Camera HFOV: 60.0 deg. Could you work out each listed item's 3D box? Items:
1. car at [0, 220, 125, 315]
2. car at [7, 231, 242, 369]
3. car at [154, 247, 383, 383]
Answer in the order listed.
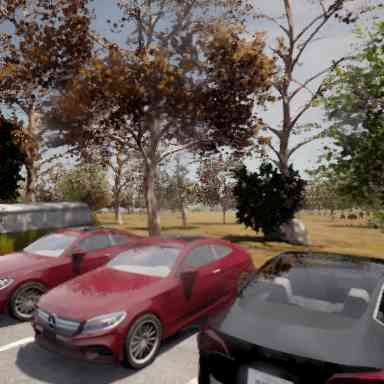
[{"bbox_3d":[-2.704,1.568,7.702,2.002,1.452,4.674,0,0,36],"label":"car"},{"bbox_3d":[-0.439,1.553,6.082,2.002,1.452,4.674,0,0,36],"label":"car"},{"bbox_3d":[1.945,1.520,4.409,2.163,1.488,4.792,-1,0,36],"label":"car"}]
